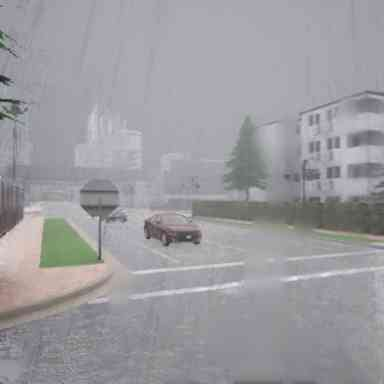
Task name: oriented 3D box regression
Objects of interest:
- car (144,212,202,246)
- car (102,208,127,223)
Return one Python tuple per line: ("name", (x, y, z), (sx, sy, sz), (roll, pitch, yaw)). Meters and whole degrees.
("car", (-1.139, 1.888, 17.854), (1.882, 1.535, 5.008), (1, -1, -24))
("car", (-7.929, 2.290, 33.563), (2.033, 1.411, 5.357), (1, -1, -23))
